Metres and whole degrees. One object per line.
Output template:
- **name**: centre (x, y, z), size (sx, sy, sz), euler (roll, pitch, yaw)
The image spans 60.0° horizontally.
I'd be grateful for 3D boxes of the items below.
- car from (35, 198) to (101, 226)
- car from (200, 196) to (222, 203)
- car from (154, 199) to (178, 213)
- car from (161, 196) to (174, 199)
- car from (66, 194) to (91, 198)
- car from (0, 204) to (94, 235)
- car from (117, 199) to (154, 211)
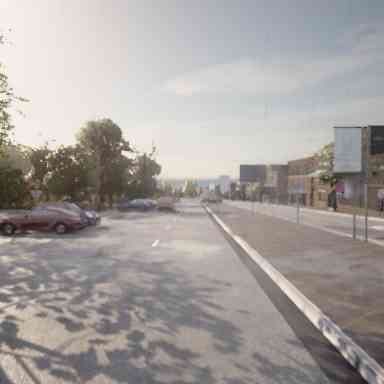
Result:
- **car**: centre (-8.353, 1.457, 21.881), size (4.553, 1.767, 2.185), euler (0, -1, 0)
- **car**: centre (5.349, 2.256, 87.041), size (4.892, 1.521, 2.231), euler (0, -1, 1)
- **car**: centre (-3.271, 1.916, 42.877), size (1.895, 1.301, 4.718), euler (0, -1, 3)
- **car**: centre (-7.755, 2.212, 84.394), size (5.008, 1.535, 2.097), euler (0, -1, 1)
- **car**: centre (-23.757, 1.479, 69.389), size (5.566, 2.045, 2.150), euler (1, 2, 0)
- **car**: centre (-8.308, 1.593, 18.709), size (4.674, 1.452, 2.002), euler (0, -1, 0)
- **car**: centre (-8.101, 1.865, 46.213), size (4.674, 1.452, 2.002), euler (0, -1, 1)
